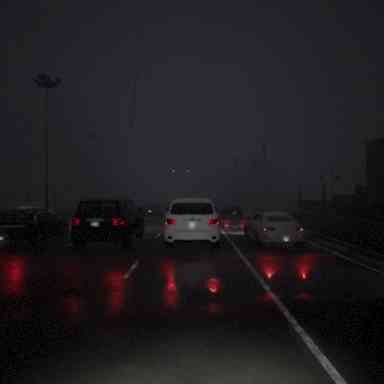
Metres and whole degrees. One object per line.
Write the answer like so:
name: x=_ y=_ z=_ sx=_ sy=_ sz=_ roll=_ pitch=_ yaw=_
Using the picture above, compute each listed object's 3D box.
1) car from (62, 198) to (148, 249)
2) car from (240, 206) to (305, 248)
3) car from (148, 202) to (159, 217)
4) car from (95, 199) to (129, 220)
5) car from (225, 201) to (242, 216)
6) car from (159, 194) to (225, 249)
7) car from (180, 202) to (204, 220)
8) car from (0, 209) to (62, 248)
car: x=-3.500 y=1.255 z=14.680 sx=2.150 sy=2.045 sz=5.566 roll=0 pitch=0 yaw=0
car: x=3.500 y=1.530 z=14.650 sx=1.812 sy=1.442 sz=4.674 roll=0 pitch=0 yaw=0
car: x=-3.500 y=1.570 z=29.650 sx=1.994 sy=1.385 sz=4.181 roll=0 pitch=0 yaw=0
car: x=-7.000 y=1.482 z=29.650 sx=1.882 sy=1.535 sz=5.008 roll=0 pitch=0 yaw=0
car: x=3.500 y=1.530 z=29.650 sx=1.812 sy=1.442 sz=4.674 roll=0 pitch=0 yaw=0
car: x=0.000 y=1.255 z=14.680 sx=2.150 sy=2.045 sz=5.566 roll=0 pitch=0 yaw=0
car: x=0.000 y=1.614 z=29.680 sx=1.895 sy=1.301 sz=4.718 roll=0 pitch=0 yaw=0
car: x=-7.000 y=1.492 z=14.650 sx=2.128 sy=1.511 sz=4.902 roll=0 pitch=0 yaw=0
